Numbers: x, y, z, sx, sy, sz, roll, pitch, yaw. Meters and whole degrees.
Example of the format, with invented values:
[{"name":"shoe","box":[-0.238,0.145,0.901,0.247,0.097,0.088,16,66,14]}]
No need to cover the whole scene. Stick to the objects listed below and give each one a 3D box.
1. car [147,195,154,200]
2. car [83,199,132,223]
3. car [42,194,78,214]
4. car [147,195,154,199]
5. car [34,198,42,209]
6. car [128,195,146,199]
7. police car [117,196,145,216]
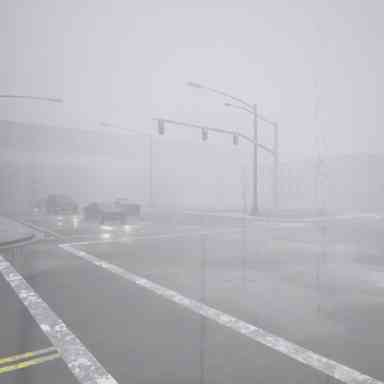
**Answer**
[{"name":"car","box":[-11.625,1.557,93.041,2.038,1.542,4.974,0,0,-5]},{"name":"car","box":[-6.886,1.503,25.943,1.882,1.535,5.008,0,0,-37]},{"name":"car","box":[-13.988,1.244,35.536,2.150,2.045,5.566,0,0,-37]},{"name":"car","box":[-11.630,1.399,93.093,1.853,1.218,4.536,0,0,-5]},{"name":"car","box":[-21.074,1.575,46.983,2.033,1.411,5.357,0,0,-19]},{"name":"car","box":[-15.403,1.392,93.006,4.536,1.218,1.853,0,0,25]},{"name":"police car","box":[-6.773,1.458,31.852,1.930,1.638,5.238,0,0,-36]}]
